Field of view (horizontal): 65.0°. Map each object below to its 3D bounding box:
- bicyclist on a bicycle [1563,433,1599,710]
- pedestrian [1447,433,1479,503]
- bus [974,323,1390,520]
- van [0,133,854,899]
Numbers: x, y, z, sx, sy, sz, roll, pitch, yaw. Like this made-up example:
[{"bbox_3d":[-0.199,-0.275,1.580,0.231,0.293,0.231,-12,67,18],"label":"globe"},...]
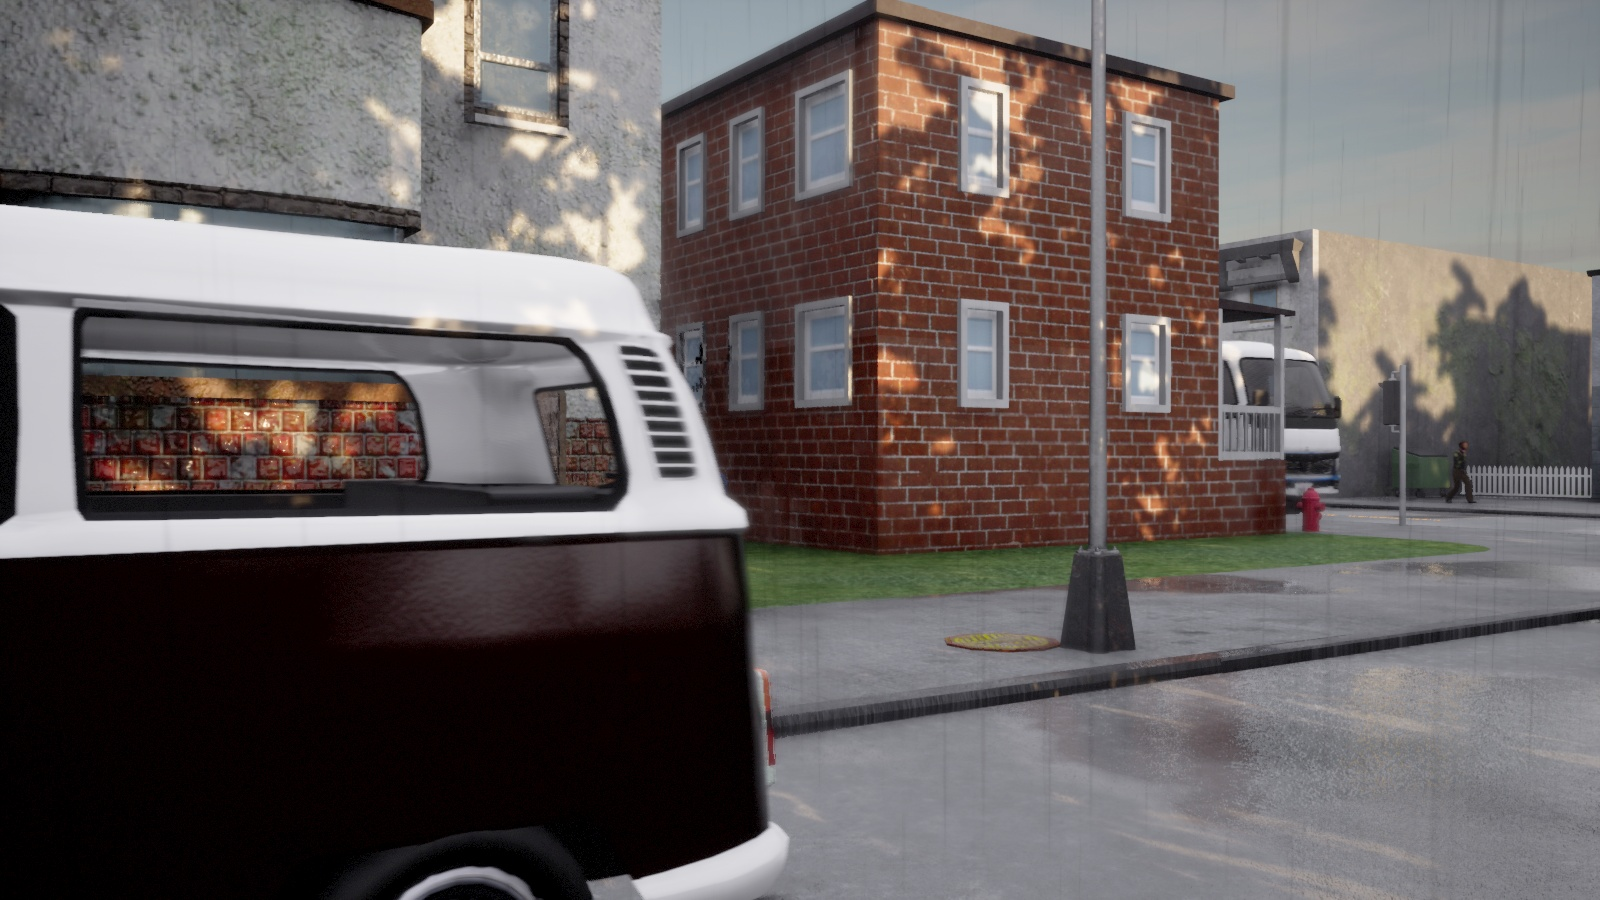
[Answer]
[{"bbox_3d":[5.427,0.705,7.686,1.656,1.620,0.582,0,0,-31],"label":"bicyclist on a bicycle"},{"bbox_3d":[18.518,0.501,35.083,0.395,1.930,0.692,0,0,-23],"label":"pedestrian"},{"bbox_3d":[9.350,-0.572,32.558,3.944,4.253,10.273,0,0,-31],"label":"bus"},{"bbox_3d":[-2.311,0.483,2.727,4.480,2.038,2.069,0,0,-33],"label":"van"}]
